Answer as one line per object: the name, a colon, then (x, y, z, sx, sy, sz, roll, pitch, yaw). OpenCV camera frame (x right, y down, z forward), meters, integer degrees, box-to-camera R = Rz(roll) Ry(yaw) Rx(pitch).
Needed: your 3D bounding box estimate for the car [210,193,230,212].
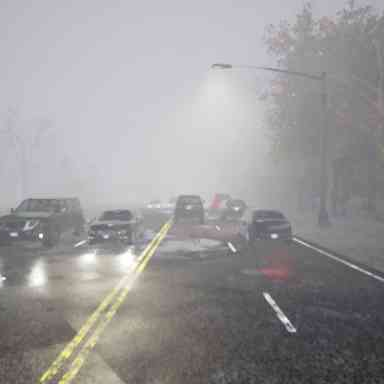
car: (3.260, 1.186, 37.538, 2.150, 2.045, 5.566, 1, -1, 0)

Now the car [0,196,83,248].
car: (-6.601, 1.220, 15.103, 2.150, 2.045, 5.566, 0, 0, 0)

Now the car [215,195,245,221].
car: (3.254, 1.323, 26.477, 2.097, 1.767, 4.553, 0, -1, 0)

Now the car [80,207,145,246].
car: (-3.351, 1.504, 15.381, 1.837, 1.490, 4.892, 0, 0, 0)

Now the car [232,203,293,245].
car: (3.233, 1.486, 15.497, 1.837, 1.490, 4.892, -1, 0, 0)

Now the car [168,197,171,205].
car: (-3.257, 1.560, 60.093, 1.837, 1.490, 4.892, 0, 0, 0)

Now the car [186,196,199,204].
car: (0.100, 1.437, 60.026, 2.033, 1.411, 5.357, -2, -1, 3)

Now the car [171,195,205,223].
car: (-0.161, 1.218, 25.722, 2.150, 2.045, 5.566, 0, 0, 1)

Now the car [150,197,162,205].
car: (-6.507, 1.636, 60.063, 1.895, 1.301, 4.718, 0, 0, 0)
